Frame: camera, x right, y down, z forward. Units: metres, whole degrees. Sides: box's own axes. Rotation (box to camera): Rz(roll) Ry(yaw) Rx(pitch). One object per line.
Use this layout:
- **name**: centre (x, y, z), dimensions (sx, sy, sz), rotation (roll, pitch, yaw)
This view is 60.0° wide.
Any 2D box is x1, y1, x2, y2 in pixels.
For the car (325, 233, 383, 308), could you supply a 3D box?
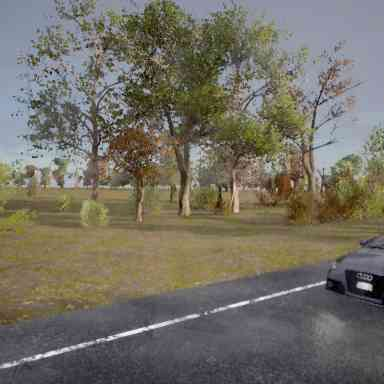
- **car**: centre (4.846, 1.566, 7.300), dimensions (4.181, 1.385, 1.994), rotation (0, 0, -34)
